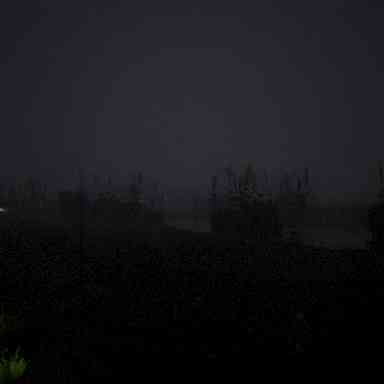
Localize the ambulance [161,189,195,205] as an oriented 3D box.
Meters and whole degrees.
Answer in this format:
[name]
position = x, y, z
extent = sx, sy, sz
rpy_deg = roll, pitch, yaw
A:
[ambulance]
position = -2.275, 0.789, 51.490
extent = 2.351, 2.431, 6.366
rpy_deg = -1, -2, 43
